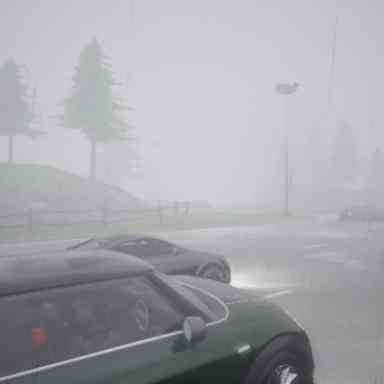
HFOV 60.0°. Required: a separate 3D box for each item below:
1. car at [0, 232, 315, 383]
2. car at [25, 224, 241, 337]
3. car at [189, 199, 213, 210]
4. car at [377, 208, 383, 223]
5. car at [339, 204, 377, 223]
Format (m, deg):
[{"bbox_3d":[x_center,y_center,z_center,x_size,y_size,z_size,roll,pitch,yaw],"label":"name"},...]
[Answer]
[{"bbox_3d":[-0.898,1.357,3.106,4.553,1.767,2.097,0,0,-35],"label":"car"},{"bbox_3d":[-1.147,1.579,7.223,4.181,1.385,1.994,0,0,-35],"label":"car"},{"bbox_3d":[1.080,1.667,44.164,1.994,1.385,4.181,0,0,-27],"label":"car"},{"bbox_3d":[15.095,1.644,23.124,4.181,1.385,1.994,0,0,-36],"label":"car"},{"bbox_3d":[13.556,1.648,26.322,4.181,1.385,1.994,0,0,-36],"label":"car"}]
